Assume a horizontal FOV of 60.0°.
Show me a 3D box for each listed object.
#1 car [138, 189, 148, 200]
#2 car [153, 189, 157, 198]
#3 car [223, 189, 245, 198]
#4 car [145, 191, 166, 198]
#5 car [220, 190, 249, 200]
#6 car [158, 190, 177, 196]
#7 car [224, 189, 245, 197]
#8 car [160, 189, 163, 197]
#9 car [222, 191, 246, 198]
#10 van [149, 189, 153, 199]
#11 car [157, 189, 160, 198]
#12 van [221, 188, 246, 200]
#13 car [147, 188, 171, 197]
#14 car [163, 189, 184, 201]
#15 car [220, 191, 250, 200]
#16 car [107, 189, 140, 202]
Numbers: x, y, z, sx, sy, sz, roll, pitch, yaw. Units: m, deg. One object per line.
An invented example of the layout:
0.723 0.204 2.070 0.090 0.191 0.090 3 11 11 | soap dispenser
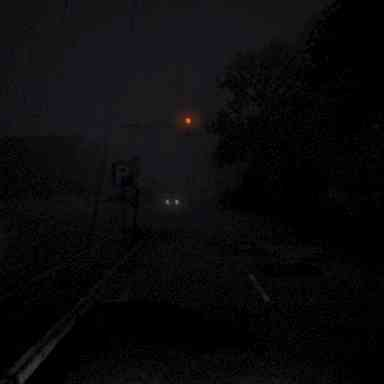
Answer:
-10.845 0.704 57.285 5.366 1.575 1.946 -1 0 -15 | car
-10.065 0.617 66.248 4.892 1.521 2.231 -1 0 -14 | car
9.399 0.339 74.569 4.553 1.767 2.185 0 0 -12 | car
-8.514 0.528 78.228 4.674 1.452 2.002 -1 1 -12 | car
7.619 0.505 59.868 4.553 1.767 2.185 0 0 -14 | car
-6.686 0.359 90.173 5.008 1.535 2.097 -1 1 -11 | car
10.295 0.273 80.438 4.553 1.767 2.185 0 1 -11 | car
-9.325 0.592 72.246 4.674 1.452 2.002 -1 0 -13 | car
8.664 0.572 68.703 4.674 1.452 2.002 0 0 -13 | car
-10.291 0.420 63.275 4.442 1.987 1.878 -1 0 -14 | van
-9.695 0.624 69.244 4.674 1.452 2.002 -1 1 -13 | car
7.238 0.437 56.898 4.442 1.987 1.878 0 1 -14 | van
-8.066 0.204 81.231 5.566 2.045 2.435 -1 0 -12 | car
-3.167 0.551 57.523 2.097 1.767 4.553 0 1 6 | car
8.153 0.596 62.864 5.366 1.575 1.946 0 0 -13 | car
-11.488 0.778 54.293 4.792 1.488 2.163 -1 1 -15 | car
